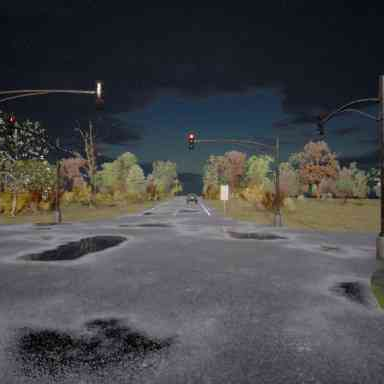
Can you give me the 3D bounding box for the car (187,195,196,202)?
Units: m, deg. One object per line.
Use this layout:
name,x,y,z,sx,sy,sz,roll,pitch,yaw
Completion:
car,-0.015,1.465,77.993,2.033,1.411,5.357,0,0,0

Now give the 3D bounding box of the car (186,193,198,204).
car,-0.013,1.293,67.602,2.150,2.045,5.566,0,0,0
